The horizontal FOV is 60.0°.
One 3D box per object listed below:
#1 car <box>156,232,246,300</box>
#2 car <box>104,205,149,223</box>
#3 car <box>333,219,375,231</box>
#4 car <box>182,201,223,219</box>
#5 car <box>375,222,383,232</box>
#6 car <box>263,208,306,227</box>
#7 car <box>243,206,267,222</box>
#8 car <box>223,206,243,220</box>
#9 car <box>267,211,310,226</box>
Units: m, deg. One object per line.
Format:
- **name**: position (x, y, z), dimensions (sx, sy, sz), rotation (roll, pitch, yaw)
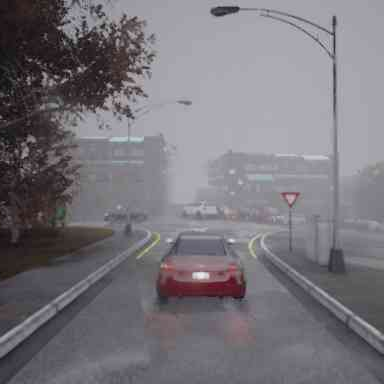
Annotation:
- **car**: position (0.230, 1.733, 8.823), dimensions (1.994, 1.385, 4.181), rotation (0, -1, 1)
- **car**: position (-6.818, 2.232, 34.519), dimensions (4.553, 1.767, 2.097), rotation (-2, -1, -4)
- **car**: position (21.397, 4.300, 44.836), dimensions (2.002, 1.452, 4.674), rotation (6, -3, -31)
- **car**: position (0.839, 2.166, 40.603), dimensions (2.435, 2.045, 5.566), rotation (1, -2, -31)
- **car**: position (24.354, 4.586, 45.423), dimensions (2.002, 1.452, 4.674), rotation (7, -4, -31)
- **car**: position (10.820, 3.066, 37.366), dimensions (4.674, 1.442, 1.812), rotation (6, -2, -12)
- **car**: position (6.663, 2.703, 41.835), dimensions (2.185, 1.767, 4.553), rotation (6, -3, -32)
- **car**: position (3.703, 2.455, 41.263), dimensions (2.185, 1.767, 4.553), rotation (4, -3, -32)
- **car**: position (12.461, 3.400, 43.237), dimensions (1.946, 1.575, 5.366), rotation (6, -3, -31)
